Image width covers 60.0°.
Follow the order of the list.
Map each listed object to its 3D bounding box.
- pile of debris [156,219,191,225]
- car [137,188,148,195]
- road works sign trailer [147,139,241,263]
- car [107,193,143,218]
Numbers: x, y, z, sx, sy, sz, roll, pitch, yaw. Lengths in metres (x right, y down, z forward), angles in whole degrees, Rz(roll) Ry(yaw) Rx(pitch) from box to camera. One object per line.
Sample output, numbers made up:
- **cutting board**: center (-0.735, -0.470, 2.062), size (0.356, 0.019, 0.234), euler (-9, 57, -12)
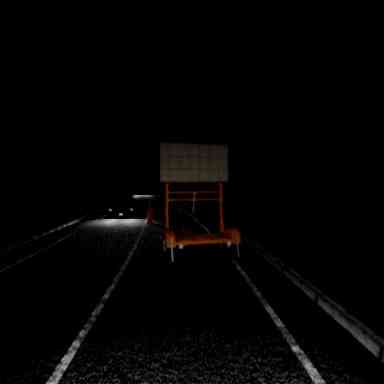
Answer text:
- **pile of debris**: center (-1.074, 1.659, 18.462), size (1.860, 0.140, 1.500), euler (0, 1, -5)
- **car**: center (-9.449, -0.151, 64.141), size (1.994, 1.385, 4.181), euler (0, 4, -6)
- **road works sign trailer**: center (0.035, 0.125, 10.838), size (2.380, 3.560, 2.880), euler (-1, 2, -16)
- **car**: center (-4.786, 0.992, 23.653), size (2.033, 1.411, 5.357), euler (0, 1, -6)
